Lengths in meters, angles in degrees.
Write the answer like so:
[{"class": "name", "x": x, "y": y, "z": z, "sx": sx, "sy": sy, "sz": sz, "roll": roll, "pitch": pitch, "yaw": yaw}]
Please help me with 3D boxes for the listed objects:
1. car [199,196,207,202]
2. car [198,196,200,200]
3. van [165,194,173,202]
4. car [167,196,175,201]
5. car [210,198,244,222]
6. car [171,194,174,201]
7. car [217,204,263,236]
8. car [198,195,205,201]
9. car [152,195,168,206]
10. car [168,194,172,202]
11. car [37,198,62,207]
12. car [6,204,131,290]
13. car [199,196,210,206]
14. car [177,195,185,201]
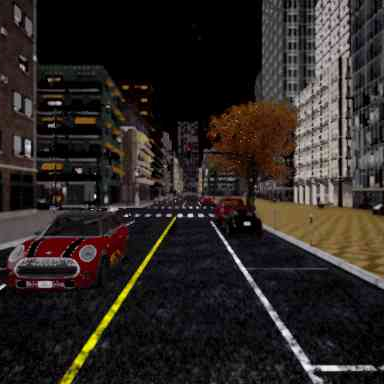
[{"class": "car", "x": 2.688, "y": 1.735, "z": 83.879, "sx": 1.802, "sy": 1.307, "sz": 4.206, "roll": 0, "pitch": 0, "yaw": 0}, {"class": "car", "x": 2.688, "y": 1.636, "z": 67.452, "sx": 1.752, "sy": 1.417, "sz": 4.829, "roll": 0, "pitch": 0, "yaw": 0}, {"class": "van", "x": -5.692, "y": 1.493, "z": 83.880, "sx": 1.690, "sy": 1.788, "sz": 3.998, "roll": 0, "pitch": 0, "yaw": 0}, {"class": "car", "x": -5.693, "y": 1.749, "z": 89.411, "sx": 1.802, "sy": 1.307, "sz": 4.206, "roll": 0, "pitch": 0, "yaw": 0}, {"class": "car", "x": 2.692, "y": 1.345, "z": 23.828, "sx": 2.192, "sy": 1.841, "sz": 5.009, "roll": 0, "pitch": 0, "yaw": 0}, {"class": "car", "x": -5.692, "y": 1.578, "z": 78.347, "sx": 1.967, "sy": 1.590, "sz": 4.097, "roll": 0, "pitch": 0, "yaw": 0}, {"class": "car", "x": 2.692, "y": 1.588, "z": 18.305, "sx": 1.947, "sy": 1.339, "sz": 4.313, "roll": 0, "pitch": 0, "yaw": 0}, {"class": "car", "x": 2.687, "y": 1.708, "z": 95.115, "sx": 1.752, "sy": 1.417, "sz": 4.829, "roll": 0, "pitch": 0, "yaw": 0}, {"class": "car", "x": -5.691, "y": 1.635, "z": 56.216, "sx": 2.008, "sy": 1.369, "sz": 4.403, "roll": 0, "pitch": 0, "yaw": 0}, {"class": "car", "x": -5.692, "y": 1.661, "z": 67.282, "sx": 2.008, "sy": 1.369, "sz": 4.403, "roll": 0, "pitch": 0, "yaw": 0}, {"class": "car", "x": -16.427, "y": 1.388, "z": 36.810, "sx": 4.403, "sy": 1.369, "sz": 2.008, "roll": 1, "pitch": -1, "yaw": -1}, {"class": "car", "x": -3.097, "y": 1.362, "z": 9.262, "sx": 2.097, "sy": 1.767, "sz": 4.553, "roll": 0, "pitch": 0, "yaw": 0}, {"class": "car", "x": 2.689, "y": 1.630, "z": 56.216, "sx": 1.887, "sy": 1.381, "sz": 4.507, "roll": 0, "pitch": 0, "yaw": 0}, {"class": "car", "x": -3.004, "y": 1.496, "z": 88.767, "sx": 2.097, "sy": 1.767, "sz": 4.553, "roll": 0, "pitch": 0, "yaw": 0}]
